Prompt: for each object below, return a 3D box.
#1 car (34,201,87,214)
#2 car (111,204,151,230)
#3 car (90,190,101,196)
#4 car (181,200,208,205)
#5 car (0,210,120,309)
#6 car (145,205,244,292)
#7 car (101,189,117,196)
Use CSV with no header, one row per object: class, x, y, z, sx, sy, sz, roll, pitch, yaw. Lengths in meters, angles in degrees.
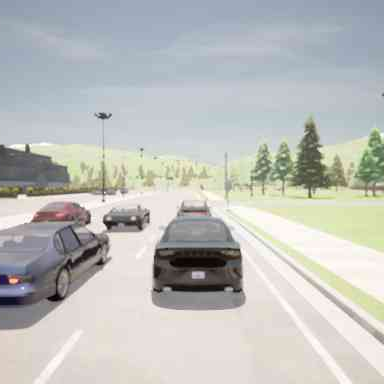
car,-6.946,1.215,18.100,1.812,1.442,4.674,0,1,0
car,-3.440,1.284,18.460,1.895,1.301,4.718,0,1,0
car,-23.107,0.231,79.955,1.895,1.301,4.718,0,1,0
car,0.105,1.181,18.095,2.128,1.511,4.902,0,1,0
car,-3.402,1.411,7.868,2.033,1.411,5.357,0,1,0
car,0.123,1.330,8.545,1.882,1.535,5.008,0,1,0
car,-19.606,0.135,79.997,1.837,1.490,4.892,0,1,0
